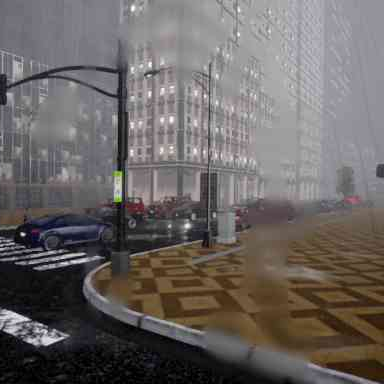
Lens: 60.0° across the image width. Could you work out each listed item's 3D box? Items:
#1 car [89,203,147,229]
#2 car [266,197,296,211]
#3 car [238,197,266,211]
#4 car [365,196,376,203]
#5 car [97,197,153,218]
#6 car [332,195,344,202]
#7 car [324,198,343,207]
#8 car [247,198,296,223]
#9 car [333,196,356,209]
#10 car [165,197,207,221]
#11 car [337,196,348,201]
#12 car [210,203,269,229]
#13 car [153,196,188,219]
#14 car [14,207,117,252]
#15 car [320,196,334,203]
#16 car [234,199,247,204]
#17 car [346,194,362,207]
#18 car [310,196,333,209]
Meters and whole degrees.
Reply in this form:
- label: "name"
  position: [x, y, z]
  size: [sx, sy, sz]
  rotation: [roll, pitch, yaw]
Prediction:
- label: "car"
  position: [-5.132, 1.595, 19.724]
  size: [1.895, 1.301, 4.718]
  rotation: [1, 1, 35]
- label: "car"
  position: [11.718, 1.525, 43.502]
  size: [2.128, 1.511, 4.902]
  rotation: [1, 1, 36]
- label: "car"
  position: [7.691, 1.431, 42.270]
  size: [1.967, 1.590, 4.097]
  rotation: [1, 0, 35]
- label: "car"
  position: [39.504, 1.599, 73.504]
  size: [1.967, 1.590, 4.097]
  rotation: [1, 1, 35]
- label: "car"
  position: [-5.465, 1.275, 23.771]
  size: [2.192, 1.841, 5.009]
  rotation: [1, 0, 35]
- label: "car"
  position: [36.174, 1.571, 82.444]
  size: [1.752, 1.417, 4.829]
  rotation: [1, 1, 35]
- label: "car"
  position: [23.349, 1.659, 54.935]
  size: [1.994, 1.385, 4.181]
  rotation: [1, 1, 35]
- label: "car"
  position: [6.745, 1.409, 26.944]
  size: [2.192, 1.841, 5.009]
  rotation: [1, 0, 35]
- label: "car"
  position: [21.394, 1.656, 47.096]
  size: [1.812, 1.442, 4.674]
  rotation: [1, 1, 35]
- label: "car"
  position: [0.309, 1.485, 27.447]
  size: [1.882, 1.535, 5.008]
  rotation: [1, 1, 35]
- label: "car"
  position: [39.459, 1.624, 87.092]
  size: [1.947, 1.339, 4.313]
  rotation: [1, 1, 35]
- label: "car"
  position: [3.255, 1.668, 22.015]
  size: [1.802, 1.307, 4.206]
  rotation: [1, 0, 35]
- label: "car"
  position: [-1.810, 1.283, 28.941]
  size: [2.192, 1.841, 5.009]
  rotation: [1, 0, 35]
- label: "car"
  position: [-5.313, 1.597, 14.398]
  size: [1.994, 1.385, 4.181]
  rotation: [1, 1, 35]
- label: "car"
  position: [29.866, 1.617, 73.525]
  size: [1.802, 1.307, 4.206]
  rotation: [1, 1, 35]
- label: "car"
  position: [5.770, 1.511, 35.163]
  size: [2.128, 1.511, 4.902]
  rotation: [1, 1, 35]
- label: "car"
  position: [25.421, 1.366, 52.858]
  size: [2.150, 2.045, 5.566]
  rotation: [1, 1, 35]
- label: "car"
  position: [18.510, 1.650, 48.069]
  size: [1.994, 1.385, 4.181]
  rotation: [1, 1, 35]
